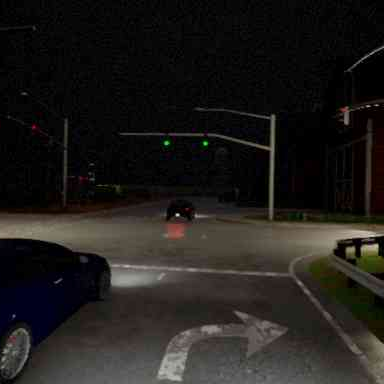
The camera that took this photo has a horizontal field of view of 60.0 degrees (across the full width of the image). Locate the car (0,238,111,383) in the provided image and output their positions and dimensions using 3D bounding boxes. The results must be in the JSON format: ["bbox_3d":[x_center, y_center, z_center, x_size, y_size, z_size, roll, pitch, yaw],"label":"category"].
[{"bbox_3d":[-2.773,1.445,5.170,1.812,1.442,4.674,1,0,5],"label":"car"}]

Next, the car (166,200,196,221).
[{"bbox_3d":[-0.806,1.372,26.163,1.837,1.490,4.892,1,0,5],"label":"car"}]

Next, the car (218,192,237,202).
[{"bbox_3d":[6.977,0.995,65.713,1.905,1.878,3.866,-6,3,-37],"label":"car"}]
